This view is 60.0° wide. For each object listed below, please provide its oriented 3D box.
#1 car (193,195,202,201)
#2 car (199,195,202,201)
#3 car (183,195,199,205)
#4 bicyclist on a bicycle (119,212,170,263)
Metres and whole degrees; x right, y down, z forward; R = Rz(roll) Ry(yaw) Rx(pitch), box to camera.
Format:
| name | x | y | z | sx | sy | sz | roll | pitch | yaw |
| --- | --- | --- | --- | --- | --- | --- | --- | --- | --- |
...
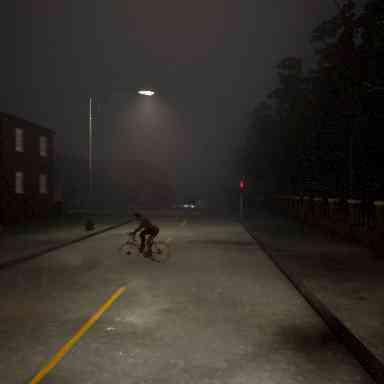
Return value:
| name | x | y | z | sx | sy | sz | roll | pitch | yaw |
| --- | --- | --- | --- | --- | --- | --- | --- | --- | --- |
| car | 1.552 | 1.507 | 87.616 | 2.128 | 1.511 | 4.902 | 0 | 0 | 4 |
| car | 0.579 | 1.720 | 72.582 | 1.837 | 1.490 | 4.892 | 0 | 0 | 4 |
| car | -0.383 | 1.563 | 58.808 | 1.994 | 1.385 | 4.181 | 0 | 0 | 4 |
| bicyclist on a bicycle | -1.521 | 1.453 | 10.489 | 1.656 | 1.620 | 0.582 | -2 | 0 | 3 |
